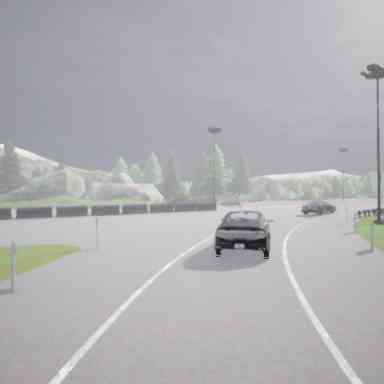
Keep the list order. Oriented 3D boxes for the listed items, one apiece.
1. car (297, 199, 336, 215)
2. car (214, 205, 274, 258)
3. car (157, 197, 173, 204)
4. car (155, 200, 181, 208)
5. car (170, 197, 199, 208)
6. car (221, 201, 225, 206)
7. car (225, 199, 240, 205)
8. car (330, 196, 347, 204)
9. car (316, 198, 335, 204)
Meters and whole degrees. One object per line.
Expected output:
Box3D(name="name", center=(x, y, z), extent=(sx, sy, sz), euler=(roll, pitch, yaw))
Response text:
Box3D(name="car", center=(12.887, 1.586, 33.683), extent=(2.033, 1.411, 5.357), euler=(-1, -1, 41))
Box3D(name="car", center=(2.046, 1.463, 12.664), extent=(2.128, 1.511, 4.902), euler=(0, 0, 14))
Box3D(name="car", center=(-2.858, 1.861, 58.806), extent=(5.566, 2.045, 2.150), euler=(0, -1, -37))
Box3D(name="car", center=(-4.553, 2.264, 63.054), extent=(4.674, 1.442, 1.812), euler=(0, -1, -25))
Box3D(name="car", center=(-0.674, 2.072, 56.074), extent=(4.892, 1.490, 1.837), euler=(0, -1, -37))
Box3D(name="car", center=(8.211, 2.266, 71.443), extent=(4.674, 1.442, 1.812), euler=(0, -1, -37))
Box3D(name="car", center=(9.890, 2.210, 68.326), extent=(5.357, 1.411, 2.033), euler=(0, -1, -37))
Box3D(name="car", center=(37.291, 2.036, 84.553), extent=(4.553, 1.767, 2.097), euler=(0, -1, -37))
Box3D(name="car", center=(35.138, 2.292, 87.307), extent=(5.357, 1.411, 2.033), euler=(0, -1, -37))
